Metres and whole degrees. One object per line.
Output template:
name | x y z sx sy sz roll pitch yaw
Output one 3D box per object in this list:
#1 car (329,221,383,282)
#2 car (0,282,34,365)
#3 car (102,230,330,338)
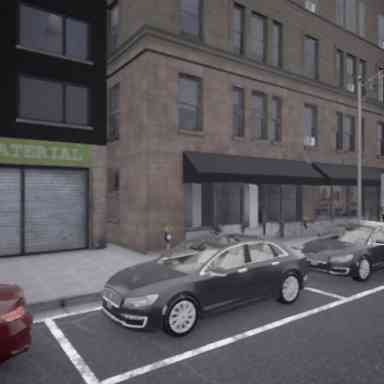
car | 4.882 1.556 9.667 4.403 1.369 2.008 0 0 -35
car | -3.933 1.581 3.383 4.206 1.307 1.802 0 0 -35
car | 0.474 1.553 6.525 4.403 1.369 2.008 0 0 -35
